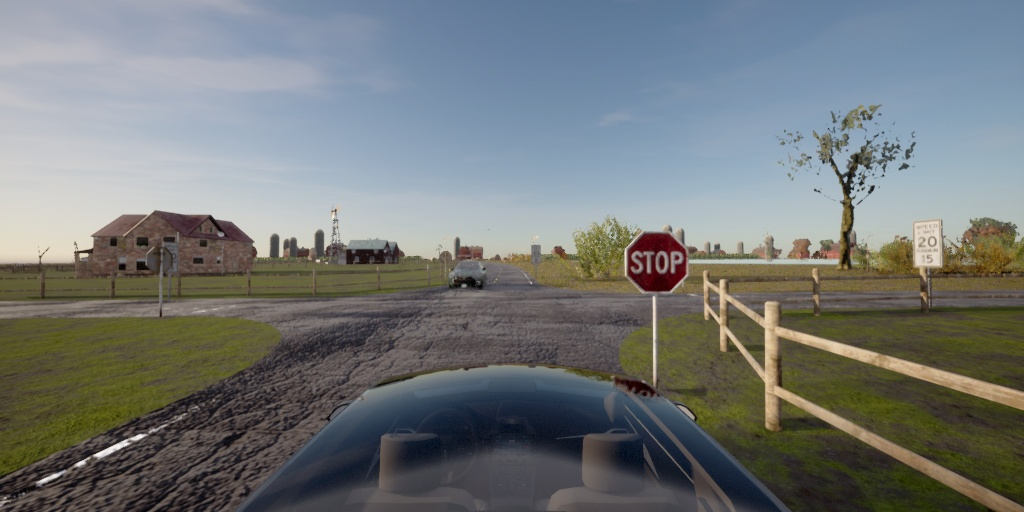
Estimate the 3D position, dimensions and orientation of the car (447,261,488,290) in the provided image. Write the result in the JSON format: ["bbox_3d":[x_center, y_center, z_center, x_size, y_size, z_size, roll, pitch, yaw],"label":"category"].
[{"bbox_3d":[-2.717,1.109,22.689,2.097,1.767,4.553,0,0,0],"label":"car"}]
